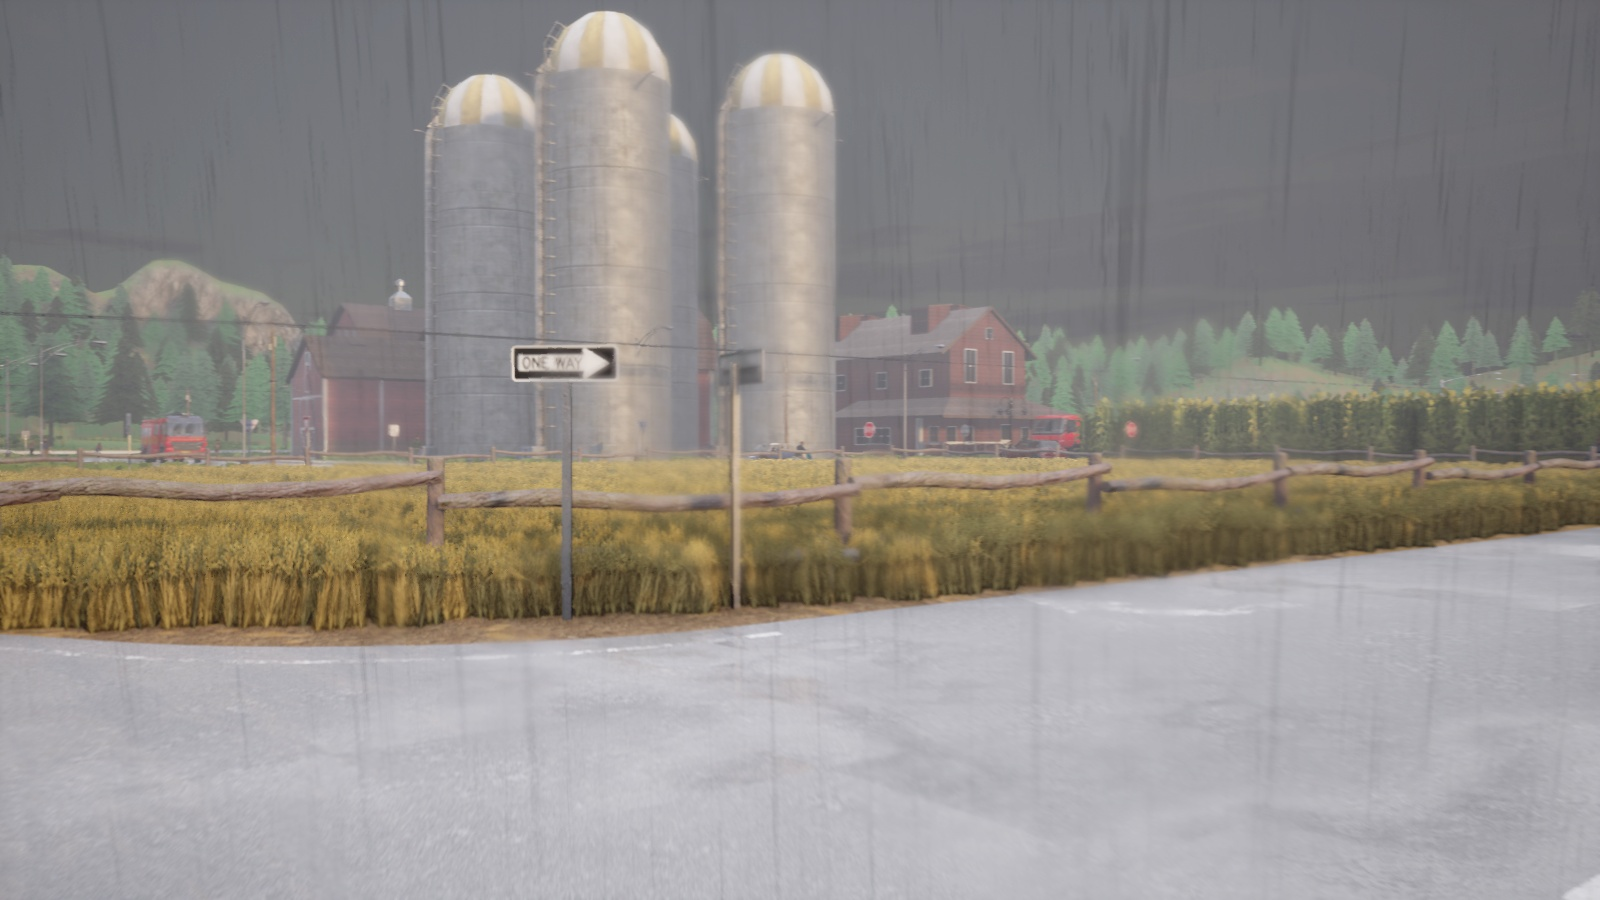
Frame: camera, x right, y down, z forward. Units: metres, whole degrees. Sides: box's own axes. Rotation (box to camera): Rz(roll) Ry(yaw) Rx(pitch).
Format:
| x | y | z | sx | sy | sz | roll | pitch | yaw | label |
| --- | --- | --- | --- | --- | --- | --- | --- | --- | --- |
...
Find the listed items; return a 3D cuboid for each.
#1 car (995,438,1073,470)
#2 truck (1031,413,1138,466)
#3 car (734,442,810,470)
| x | y | z | sx | sy | sz | roll | pitch | yaw | label |
| --- | --- | --- | --- | --- | --- | --- | --- | --- | --- |
| 13.497 | 0.205 | 72.827 | 2.097 | 1.767 | 4.553 | 0 | 0 | -27 | car |
| 19.600 | -0.707 | 86.287 | 7.936 | 3.462 | 2.891 | 0 | 0 | -39 | truck |
| -1.552 | 0.318 | 69.600 | 3.806 | 1.475 | 1.970 | 0 | 0 | -39 | car |
